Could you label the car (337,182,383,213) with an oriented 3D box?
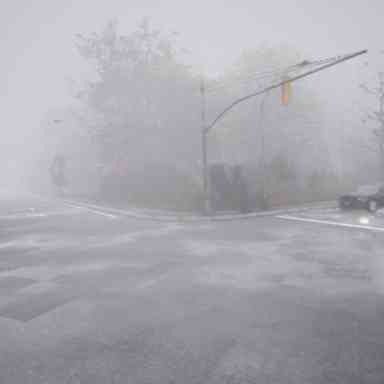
[{"bbox_3d":[10.555,0.220,19.119,5.008,1.535,1.882,-4,3,-28],"label":"car"}]
